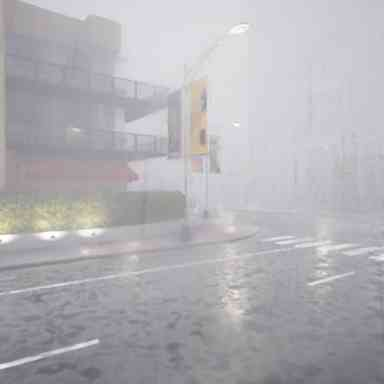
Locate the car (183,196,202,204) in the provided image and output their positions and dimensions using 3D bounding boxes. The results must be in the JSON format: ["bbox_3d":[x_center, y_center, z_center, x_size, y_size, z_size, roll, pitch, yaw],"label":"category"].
[{"bbox_3d":[0.011,1.484,63.795,2.033,1.411,5.357,0,0,-19],"label":"car"}]

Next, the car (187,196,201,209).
[{"bbox_3d":[-1.238,1.463,44.364,1.837,1.490,4.892,0,0,-35],"label":"car"}]
